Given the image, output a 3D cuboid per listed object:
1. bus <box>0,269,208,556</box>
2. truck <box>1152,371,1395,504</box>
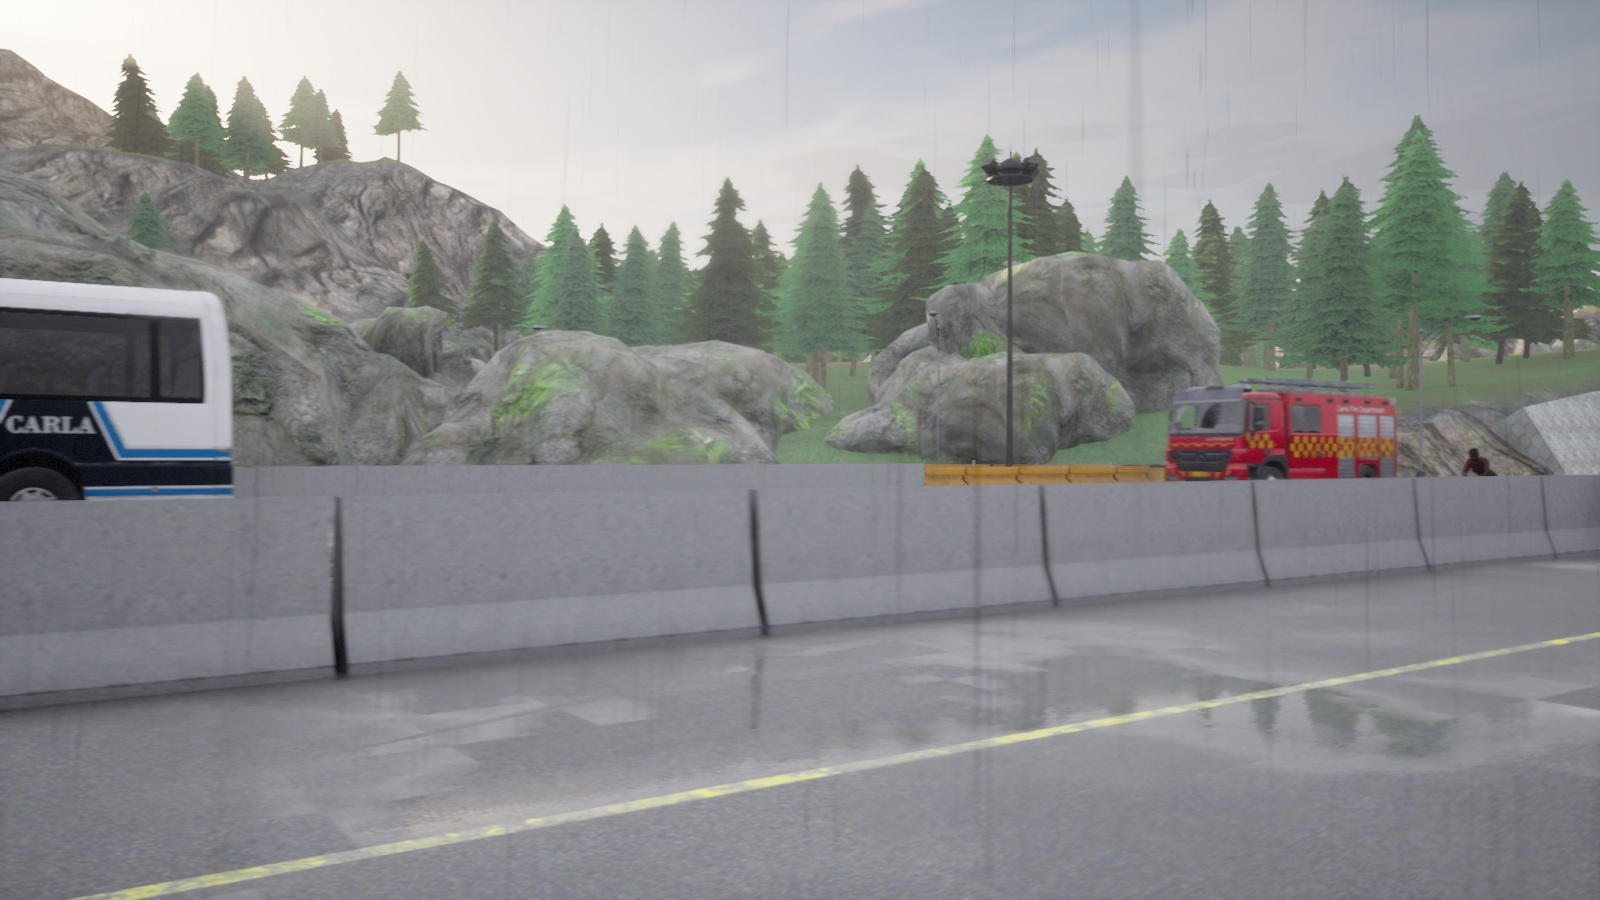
[{"bbox_3d":[-14.875,-0.554,18.896,10.273,4.253,3.944,0,0,-35],"label":"bus"},{"bbox_3d":[15.124,-0.354,39.776,8.468,3.827,2.891,0,0,-35],"label":"truck"}]
